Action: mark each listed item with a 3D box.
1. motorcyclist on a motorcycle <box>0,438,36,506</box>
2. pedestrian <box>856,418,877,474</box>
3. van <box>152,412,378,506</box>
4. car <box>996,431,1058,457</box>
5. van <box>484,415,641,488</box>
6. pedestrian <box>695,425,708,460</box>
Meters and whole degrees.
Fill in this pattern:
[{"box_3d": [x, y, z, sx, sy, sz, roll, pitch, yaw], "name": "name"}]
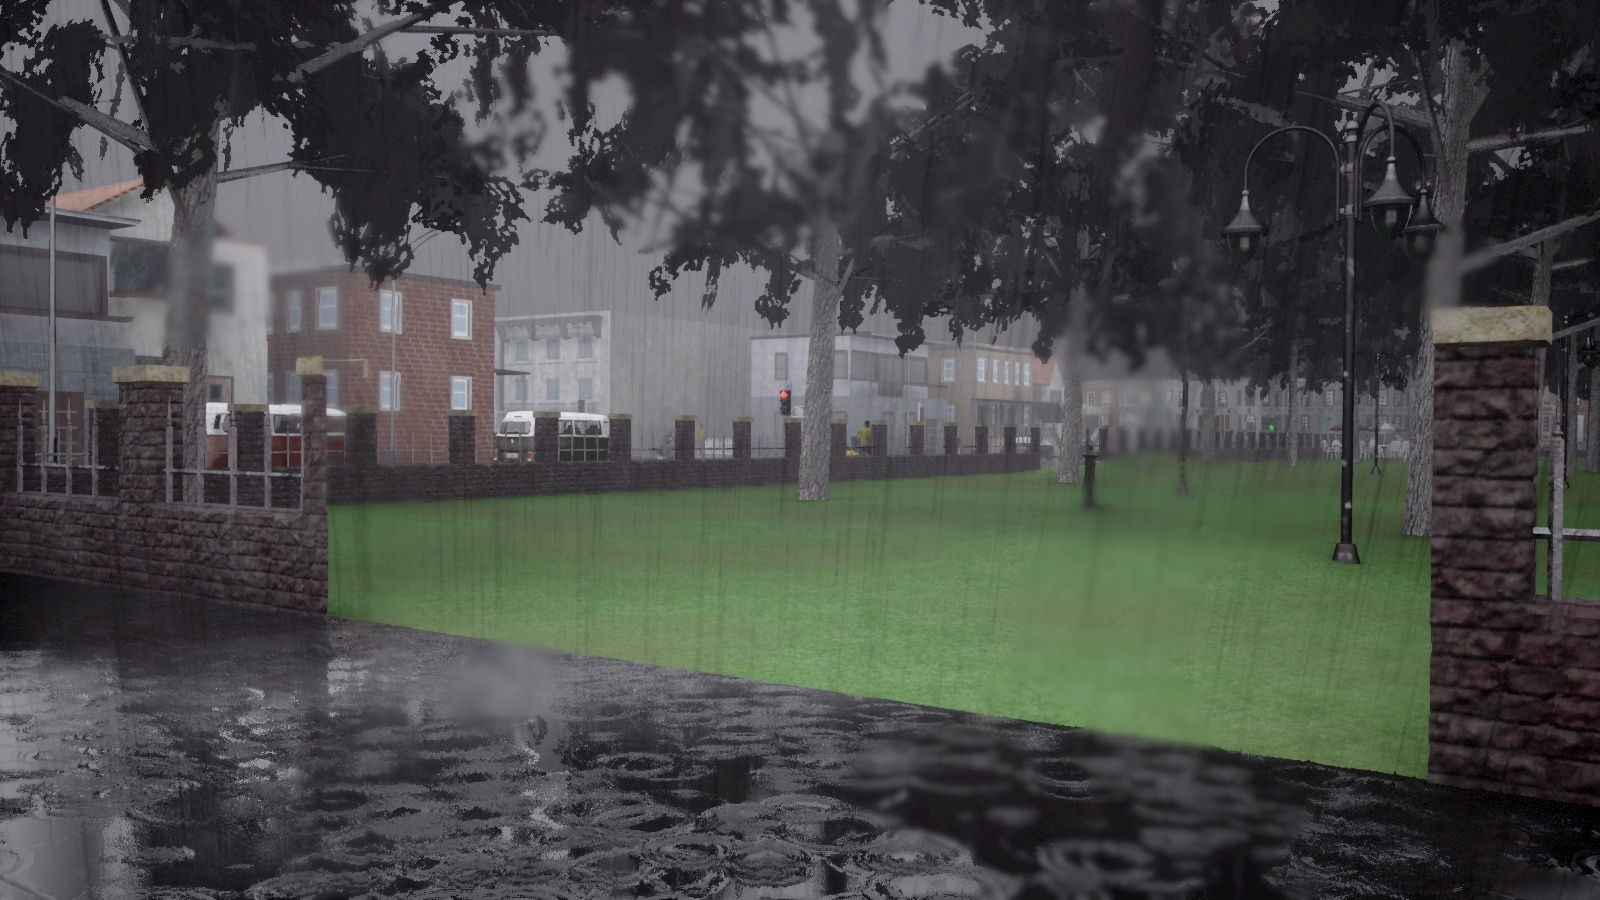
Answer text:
[{"box_3d": [-18.433, 0.496, 28.154, 0.797, 1.523, 2.044, 0, 1, 35], "name": "motorcyclist on a motorcycle"}, {"box_3d": [2.209, -0.145, 41.425, 0.354, 1.836, 0.706, 0, 1, 35], "name": "pedestrian"}, {"box_3d": [-12.479, 0.164, 29.562, 2.069, 2.038, 4.480, 0, 1, 33], "name": "van"}, {"box_3d": [13.397, -0.373, 73.902, 1.812, 1.442, 4.674, 0, 1, 35], "name": "car"}, {"box_3d": [-7.002, 0.007, 37.457, 2.069, 2.038, 4.480, 0, 1, 33], "name": "van"}, {"box_3d": [-5.225, -0.420, 66.560, 0.431, 1.840, 0.709, -1, 1, -27], "name": "pedestrian"}]
